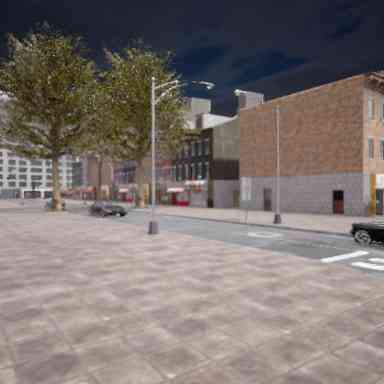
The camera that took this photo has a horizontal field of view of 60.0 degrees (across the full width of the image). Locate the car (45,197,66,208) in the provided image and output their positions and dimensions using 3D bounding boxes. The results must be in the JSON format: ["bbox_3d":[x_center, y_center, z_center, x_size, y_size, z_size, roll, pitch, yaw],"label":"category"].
[{"bbox_3d":[-18.066,1.417,43.963,1.812,1.442,4.674,0,0,-35],"label":"car"}]

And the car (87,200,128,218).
[{"bbox_3d":[-7.388,1.424,28.648,2.033,1.411,5.357,0,0,-35],"label":"car"}]

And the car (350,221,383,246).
[{"bbox_3d":[8.068,1.510,12.055,1.895,1.301,4.718,0,0,-16],"label":"car"}]
